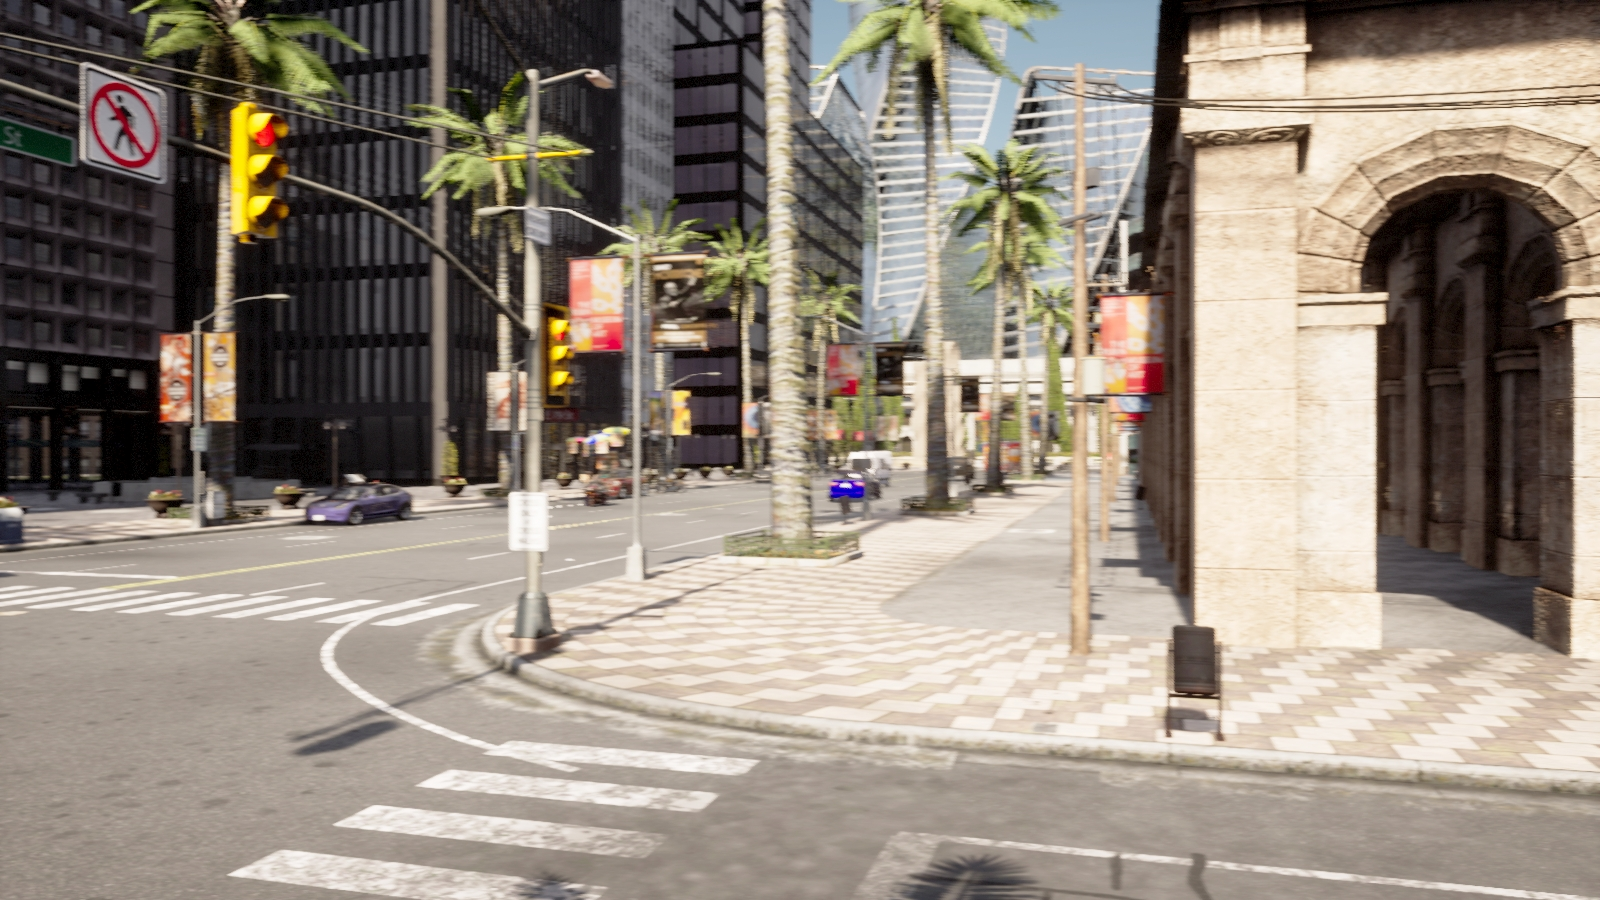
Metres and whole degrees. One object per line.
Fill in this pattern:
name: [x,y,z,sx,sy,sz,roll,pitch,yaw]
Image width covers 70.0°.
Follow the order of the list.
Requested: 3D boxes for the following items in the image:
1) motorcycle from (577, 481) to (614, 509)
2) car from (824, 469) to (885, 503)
motorcycle: [-9.808,2.137,54.943,0.867,1.251,2.209,0,0,17]
car: [2.982,1.885,61.303,2.242,1.667,4.611,0,0,16]
